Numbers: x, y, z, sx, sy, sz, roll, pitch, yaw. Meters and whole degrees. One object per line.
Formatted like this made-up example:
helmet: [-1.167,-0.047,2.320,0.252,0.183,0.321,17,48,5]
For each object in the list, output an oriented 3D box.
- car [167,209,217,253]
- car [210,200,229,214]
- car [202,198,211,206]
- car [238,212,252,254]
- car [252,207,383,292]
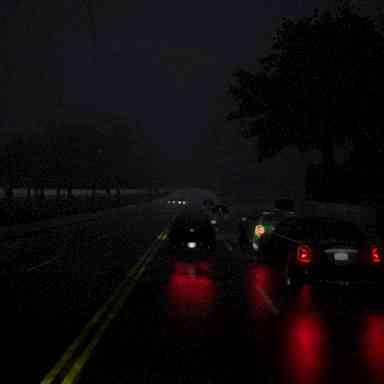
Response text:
car: [0.003,1.649,14.305,1.837,1.490,4.892,0,0,0]
car: [3.584,1.941,41.964,1.812,1.442,4.674,0,-1,5]
car: [3.238,2.009,69.679,2.097,1.767,4.553,0,0,0]
car: [3.249,1.489,14.186,2.097,1.767,4.553,0,-1,0]
car: [3.249,1.445,9.353,2.097,1.767,4.553,0,-1,0]
